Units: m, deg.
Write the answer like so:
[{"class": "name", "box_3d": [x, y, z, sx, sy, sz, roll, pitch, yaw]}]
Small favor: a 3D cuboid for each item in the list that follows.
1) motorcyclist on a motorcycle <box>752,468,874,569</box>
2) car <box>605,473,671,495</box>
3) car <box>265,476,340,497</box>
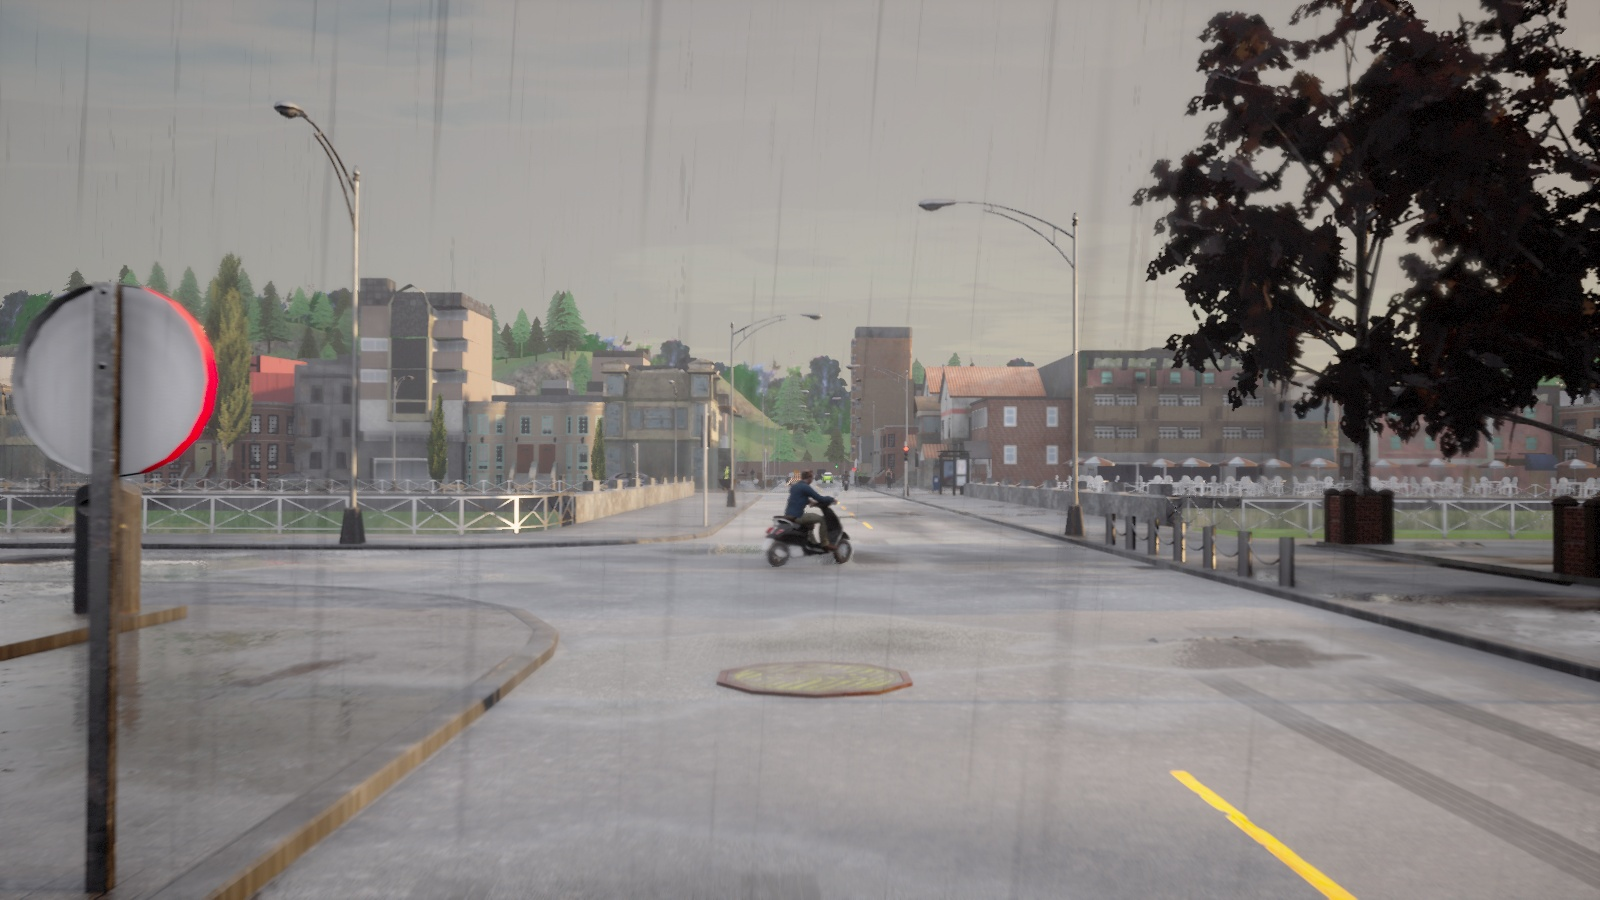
[{"class": "motorcyclist on a motorcycle", "box_3d": [0.221, 1.115, 20.748, 1.817, 1.590, 0.866, 0, -3, -36]}, {"class": "car", "box_3d": [-10.793, 2.278, 84.032, 4.193, 1.474, 1.816, 0, -1, 0]}, {"class": "car", "box_3d": [-33.239, 2.417, 83.970, 4.181, 1.385, 1.994, 0, -1, 0]}]
